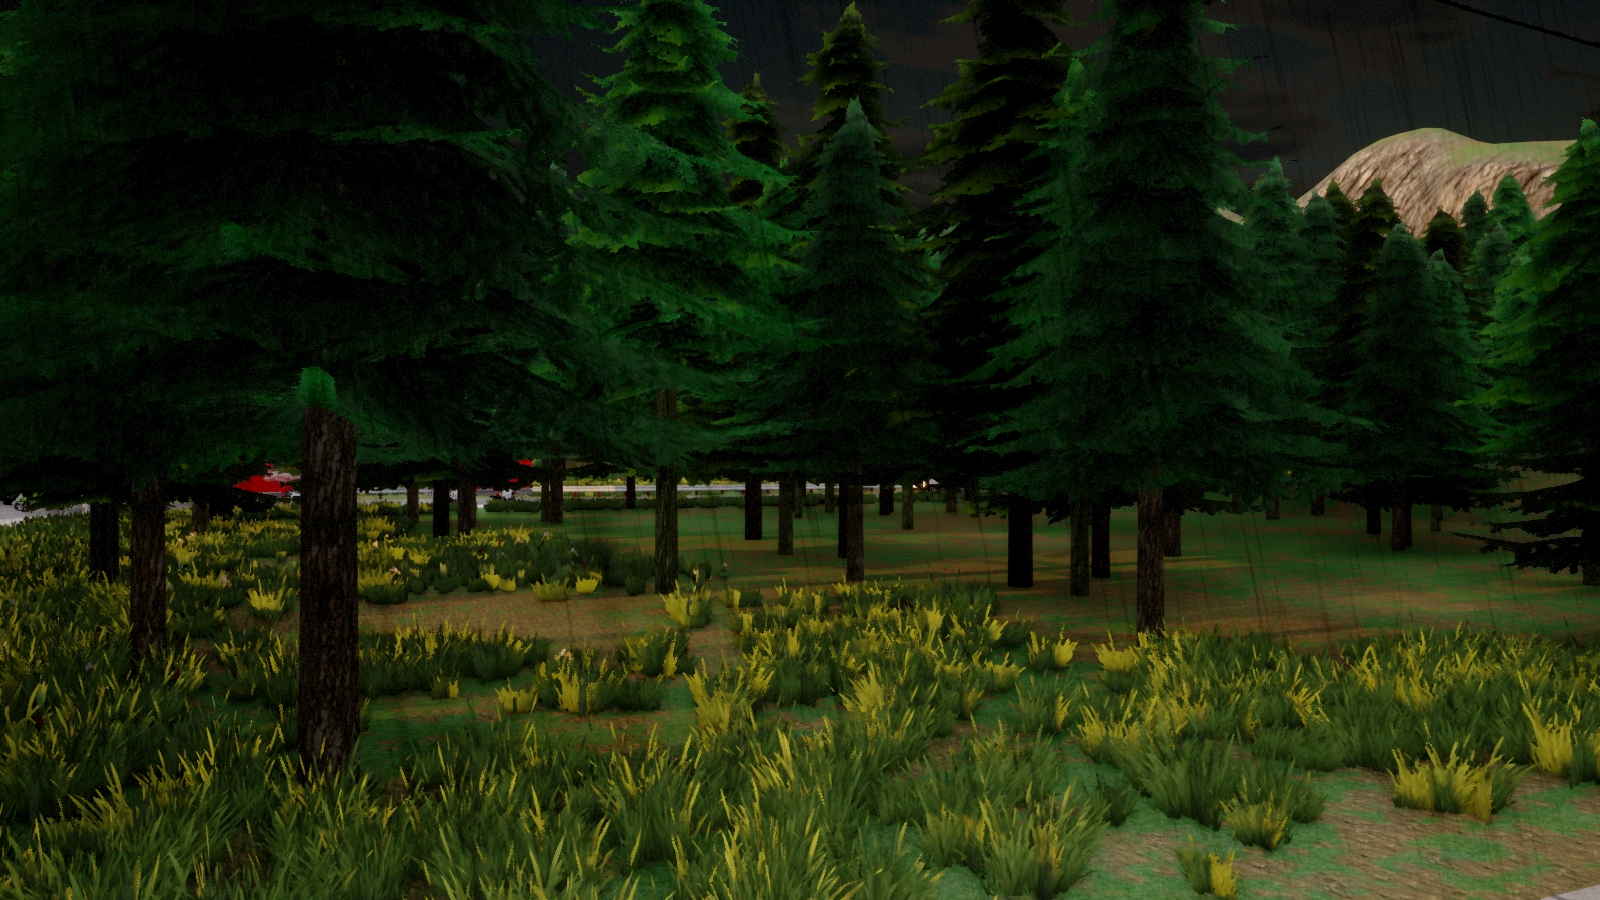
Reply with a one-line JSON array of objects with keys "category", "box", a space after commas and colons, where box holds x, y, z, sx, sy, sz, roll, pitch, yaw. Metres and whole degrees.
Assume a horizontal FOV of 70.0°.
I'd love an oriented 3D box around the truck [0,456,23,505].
[{"category": "truck", "box": [-42.791, 1.572, 60.136, 2.627, 2.467, 5.204, 0, 0, -28]}]
